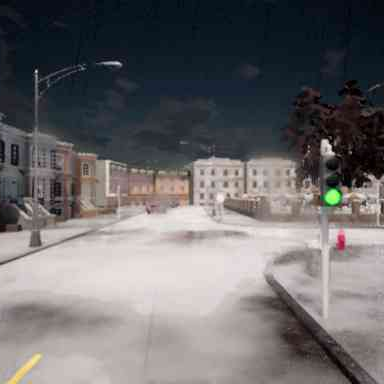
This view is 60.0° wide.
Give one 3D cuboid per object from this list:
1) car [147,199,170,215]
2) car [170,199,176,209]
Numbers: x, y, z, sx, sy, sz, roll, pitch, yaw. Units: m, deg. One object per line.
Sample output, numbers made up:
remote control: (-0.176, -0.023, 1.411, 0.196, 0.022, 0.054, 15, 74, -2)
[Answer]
car: (-4.136, 1.778, 39.830, 2.097, 1.767, 4.553, 0, -1, 0)
car: (-4.080, 1.966, 57.532, 2.097, 1.767, 4.553, 0, -1, 3)
